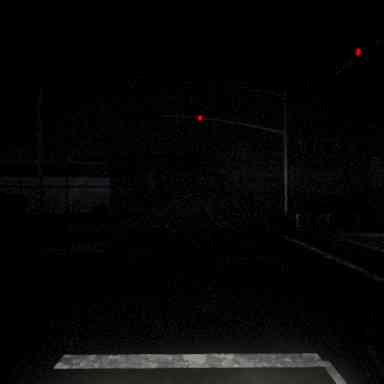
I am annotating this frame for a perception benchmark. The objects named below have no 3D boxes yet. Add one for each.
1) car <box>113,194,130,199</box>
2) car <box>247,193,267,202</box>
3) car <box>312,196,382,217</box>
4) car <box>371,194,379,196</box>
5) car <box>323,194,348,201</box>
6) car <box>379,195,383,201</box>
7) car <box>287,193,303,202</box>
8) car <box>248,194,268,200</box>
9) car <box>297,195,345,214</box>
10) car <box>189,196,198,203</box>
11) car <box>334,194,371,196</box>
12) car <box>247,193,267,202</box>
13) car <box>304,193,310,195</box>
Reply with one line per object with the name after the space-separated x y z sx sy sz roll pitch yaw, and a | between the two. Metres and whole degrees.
-19.401 1.293 91.583 4.674 1.442 1.812 0 0 0 | car
13.450 1.047 68.978 3.866 1.878 1.905 0 0 0 | car
13.080 1.327 28.258 4.514 1.523 2.007 0 0 0 | car
38.378 1.202 69.054 3.806 1.475 1.970 0 0 0 | car
31.317 1.266 72.693 4.514 1.523 2.007 0 0 0 | car
38.723 1.126 62.638 5.027 1.636 2.152 0 0 0 | car
21.329 1.069 65.718 4.605 1.855 1.932 0 0 0 | car
18.134 1.294 91.607 4.902 1.511 2.128 0 0 0 | car
13.017 1.317 31.395 5.027 1.636 2.152 0 0 0 | car
0.273 1.517 69.680 2.033 1.411 5.357 0 0 0 | car
20.651 1.301 43.266 3.633 1.501 1.845 0 0 0 | car
12.850 1.332 65.652 3.806 1.475 1.970 0 0 0 | car
20.660 1.275 53.259 4.514 1.523 2.007 0 0 0 | car
